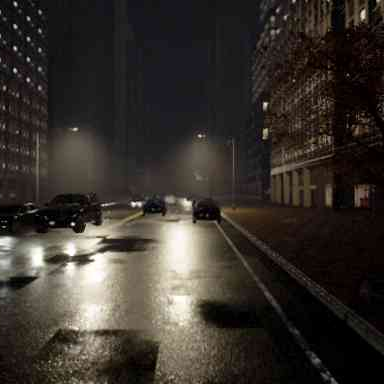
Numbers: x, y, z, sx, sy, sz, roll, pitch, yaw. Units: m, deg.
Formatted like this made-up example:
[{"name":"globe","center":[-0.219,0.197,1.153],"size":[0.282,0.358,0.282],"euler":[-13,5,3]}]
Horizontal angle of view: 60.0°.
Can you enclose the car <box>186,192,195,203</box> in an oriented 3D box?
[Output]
[{"name":"car","center":[-0.016,1.069,58.198],"size":[2.128,1.511,4.902],"euler":[0,0,0]}]

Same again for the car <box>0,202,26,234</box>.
[{"name":"car","center":[-9.854,1.370,18.392],"size":[1.837,1.490,4.892],"euler":[0,0,0]}]

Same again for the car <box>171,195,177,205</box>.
[{"name":"car","center":[-3.163,1.175,48.249],"size":[1.812,1.442,4.674],"euler":[0,0,0]}]

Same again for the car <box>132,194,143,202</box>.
[{"name":"car","center":[-9.798,1.050,60.897],"size":[2.128,1.511,4.902],"euler":[0,0,1]}]

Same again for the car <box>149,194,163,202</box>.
[{"name":"car","center":[-6.541,1.106,60.870],"size":[2.033,1.411,5.357],"euler":[0,0,1]}]

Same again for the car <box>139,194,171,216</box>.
[{"name":"car","center":[-3.159,1.262,29.521],"size":[1.882,1.535,5.008],"euler":[0,0,0]}]

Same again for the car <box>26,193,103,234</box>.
[{"name":"car","center":[-6.604,1.086,18.447],"size":[2.150,2.045,5.566],"euler":[0,0,0]}]

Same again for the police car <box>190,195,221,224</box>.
[{"name":"police car","center":[0.969,1.254,23.509],"size":[1.930,1.638,5.238],"euler":[0,0,0]}]

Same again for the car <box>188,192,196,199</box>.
[{"name":"car","center":[-0.020,0.790,74.350],"size":[1.882,1.535,5.008],"euler":[0,0,0]}]
